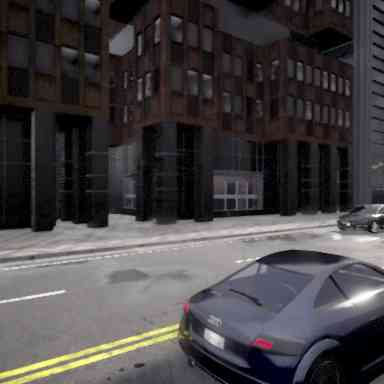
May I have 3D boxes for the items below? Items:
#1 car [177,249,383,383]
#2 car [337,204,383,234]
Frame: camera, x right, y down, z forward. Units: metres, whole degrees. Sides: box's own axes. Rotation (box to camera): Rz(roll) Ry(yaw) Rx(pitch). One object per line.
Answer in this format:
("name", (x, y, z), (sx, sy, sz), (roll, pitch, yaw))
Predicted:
("car", (1.872, 1.551, 4.775), (4.181, 1.385, 1.994), (0, 0, -35))
("car", (10.209, 1.459, 18.945), (4.892, 1.490, 1.837), (0, 0, -35))
